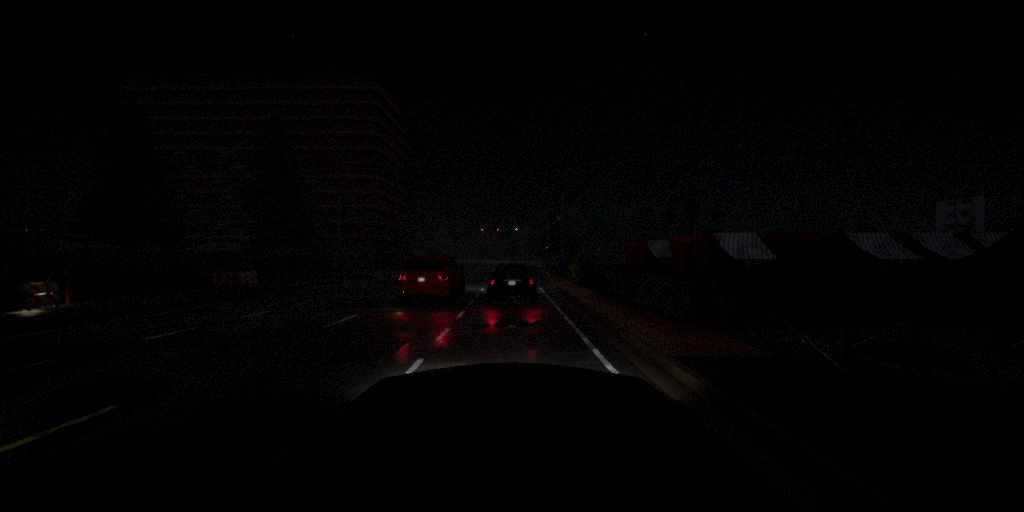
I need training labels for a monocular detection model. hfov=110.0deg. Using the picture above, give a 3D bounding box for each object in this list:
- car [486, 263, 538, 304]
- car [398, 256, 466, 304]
[{"bbox_3d":[0.000,1.113,16.470,2.097,1.767,4.553,0,0,0],"label":"car"},{"bbox_3d":[-3.500,1.005,16.530,2.150,2.045,5.566,0,0,0],"label":"car"}]
